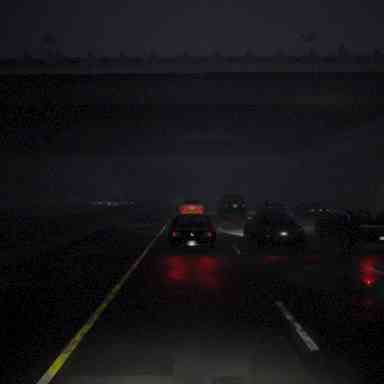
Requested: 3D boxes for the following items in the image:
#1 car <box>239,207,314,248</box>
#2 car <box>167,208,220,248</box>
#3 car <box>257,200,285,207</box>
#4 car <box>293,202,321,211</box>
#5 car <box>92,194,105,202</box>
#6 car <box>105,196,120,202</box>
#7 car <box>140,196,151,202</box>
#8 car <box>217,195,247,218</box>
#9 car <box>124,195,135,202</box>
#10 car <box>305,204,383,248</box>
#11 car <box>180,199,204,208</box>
[{"bbox_3d":[3.500,1.570,14.650,1.994,1.385,4.181,0,0,0],"label":"car"},{"bbox_3d":[0.000,1.613,14.680,1.895,1.301,4.718,0,0,0],"label":"car"},{"bbox_3d":[7.000,1.493,29.650,2.128,1.511,4.902,0,0,0],"label":"car"},{"bbox_3d":[10.500,1.561,29.650,2.033,1.411,5.357,0,0,0],"label":"car"},{"bbox_3d":[-20.967,1.345,74.781,2.097,1.767,4.553,0,0,0],"label":"car"},{"bbox_3d":[-17.467,1.585,74.717,1.895,1.301,4.718,0,0,0],"label":"car"},{"bbox_3d":[-10.467,1.585,74.709,1.895,1.301,4.718,0,0,0],"label":"car"},{"bbox_3d":[3.500,1.255,29.680,2.150,2.045,5.566,0,0,0],"label":"car"},{"bbox_3d":[-13.967,1.468,74.743,1.882,1.535,5.008,0,0,0],"label":"car"},{"bbox_3d":[7.000,1.492,14.650,2.128,1.511,4.902,0,0,0],"label":"car"},{"bbox_3d":[0.000,1.364,29.620,2.097,1.767,4.553,0,0,0],"label":"car"}]
